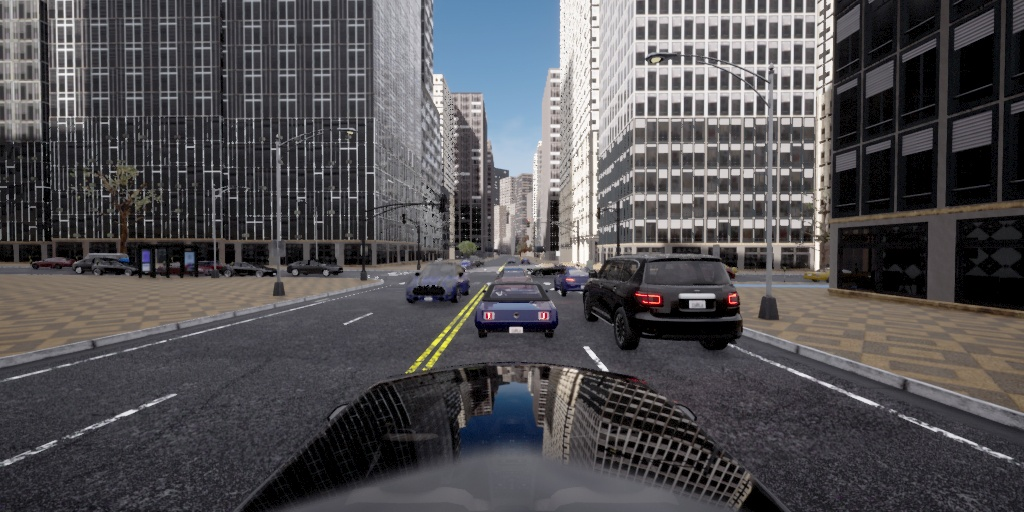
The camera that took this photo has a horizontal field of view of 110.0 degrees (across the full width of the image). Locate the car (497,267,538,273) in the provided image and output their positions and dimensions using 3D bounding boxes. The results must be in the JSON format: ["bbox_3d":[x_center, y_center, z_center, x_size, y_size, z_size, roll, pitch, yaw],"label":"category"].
[{"bbox_3d":[0.085,1.304,18.874,1.994,1.385,4.181,0,0,0],"label":"car"}]

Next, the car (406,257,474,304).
[{"bbox_3d":[-3.197,1.093,16.282,2.097,1.767,4.553,0,0,2],"label":"car"}]

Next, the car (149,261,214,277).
[{"bbox_3d":[-28.445,1.137,31.243,4.207,1.307,1.802,0,0,1],"label":"car"}]

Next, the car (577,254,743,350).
[{"bbox_3d":[3.343,0.968,9.175,2.150,2.045,5.566,0,0,0],"label":"car"}]

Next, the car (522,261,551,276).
[{"bbox_3d":[3.679,1.377,34.911,4.718,1.301,1.895,0,1,-21],"label":"car"}]

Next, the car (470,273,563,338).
[{"bbox_3d":[0.093,1.347,10.137,1.895,1.301,4.718,0,0,0],"label":"car"}]

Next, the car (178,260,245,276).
[{"bbox_3d":[-28.351,1.112,33.931,4.718,1.301,1.895,1,1,1],"label":"car"}]

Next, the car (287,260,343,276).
[{"bbox_3d":[-18.470,1.106,33.738,4.892,1.490,1.837,1,1,1],"label":"car"}]

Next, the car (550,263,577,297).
[{"bbox_3d":[3.333,1.266,18.867,1.812,1.442,4.674,0,0,0],"label":"car"}]

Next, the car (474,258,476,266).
[{"bbox_3d":[-6.638,1.239,51.162,1.812,1.442,4.674,0,0,-2],"label":"car"}]

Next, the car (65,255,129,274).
[{"bbox_3d":[-38.789,0.921,34.139,4.892,1.490,1.837,1,1,1],"label":"car"}]

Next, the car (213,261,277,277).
[{"bbox_3d":[-22.761,1.172,31.115,4.313,1.339,1.948,0,0,1],"label":"car"}]

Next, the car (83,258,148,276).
[{"bbox_3d":[-34.126,1.068,31.410,4.313,1.339,1.948,0,0,1],"label":"car"}]

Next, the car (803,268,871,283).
[{"bbox_3d":[27.613,1.577,30.440,4.829,1.417,1.751,0,0,1],"label":"car"}]

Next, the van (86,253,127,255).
[{"bbox_3d":[-45.325,0.603,40.060,3.998,1.789,1.690,0,0,1],"label":"van"}]

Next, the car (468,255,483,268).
[{"bbox_3d":[-6.632,0.922,61.125,2.150,2.045,5.566,0,0,0],"label":"car"}]
